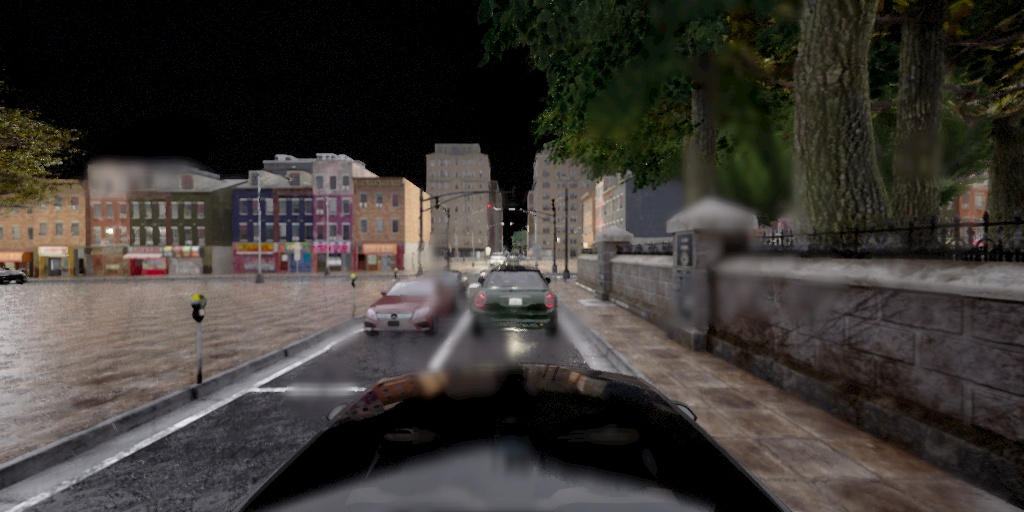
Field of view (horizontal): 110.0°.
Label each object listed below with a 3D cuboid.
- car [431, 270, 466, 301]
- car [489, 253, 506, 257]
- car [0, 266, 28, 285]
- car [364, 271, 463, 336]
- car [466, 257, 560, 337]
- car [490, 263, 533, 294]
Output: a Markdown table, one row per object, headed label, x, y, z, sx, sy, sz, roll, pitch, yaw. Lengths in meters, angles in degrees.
| label | x | y | z | sx | sy | sz | roll | pitch | yaw |
| --- | --- | --- | --- | --- | --- | --- | --- | --- | --- |
| car | -2.645 | 1.207 | 13.765 | 1.948 | 1.339 | 4.313 | 0 | 0 | 0 |
| car | -2.301 | 0.471 | 56.704 | 2.150 | 2.045 | 5.566 | 0 | 0 | 0 |
| car | -39.214 | 1.389 | 26.577 | 4.553 | 1.767 | 2.097 | -1 | 1 | 0 |
| car | -2.643 | 1.256 | 10.102 | 1.802 | 1.307 | 4.207 | 0 | 0 | 0 |
| car | 0.069 | 1.026 | 10.211 | 2.097 | 1.767 | 4.553 | 0 | 1 | 0 |
| car | -0.154 | 1.153 | 19.656 | 1.994 | 1.385 | 4.181 | 0 | 1 | -5 |
